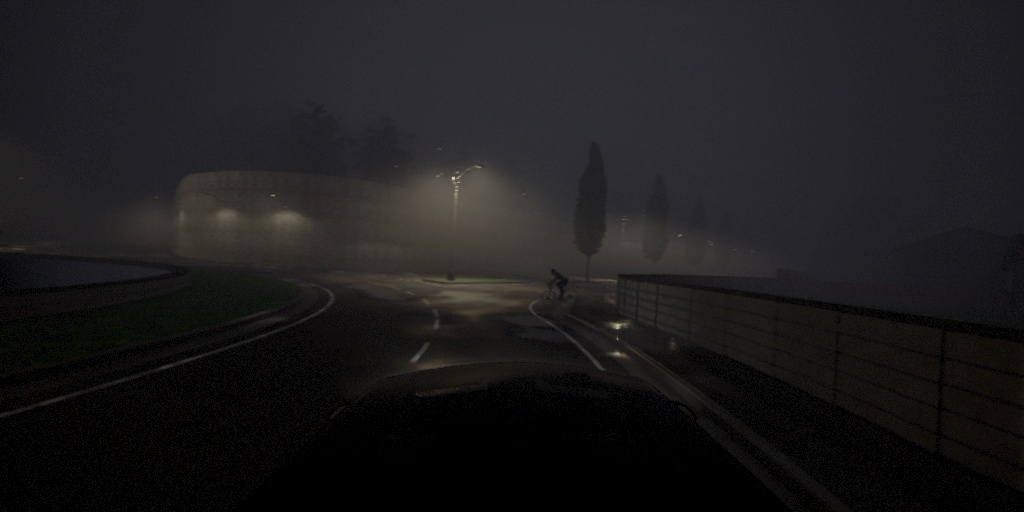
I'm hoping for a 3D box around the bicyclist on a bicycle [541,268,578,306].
[{"bbox_3d":[2.027,1.358,15.835,1.656,1.620,0.582,-6,-2,12],"label":"bicyclist on a bicycle"}]
